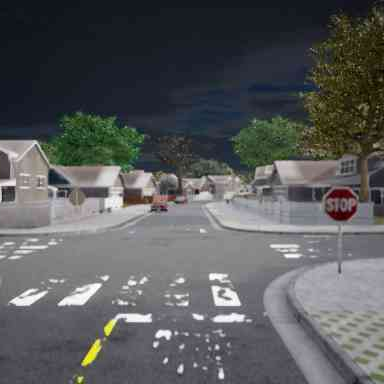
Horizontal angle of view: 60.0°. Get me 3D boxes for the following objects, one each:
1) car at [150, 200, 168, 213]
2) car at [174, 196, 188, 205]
[{"bbox_3d":[-3.634,1.590,36.598,1.895,1.301,4.718,0,0,-5],"label":"car"},{"bbox_3d":[-1.919,1.460,57.496,1.882,1.535,5.008,0,0,7],"label":"car"}]
